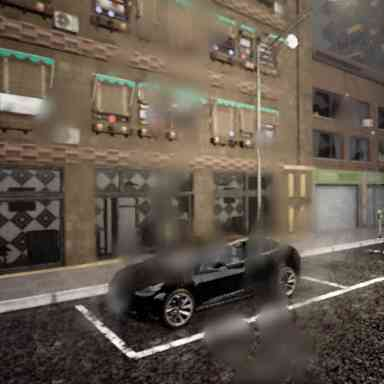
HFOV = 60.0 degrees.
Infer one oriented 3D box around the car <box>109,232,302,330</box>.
[{"bbox_3d":[0.483,1.565,6.915,4.313,1.339,1.947,0,0,-36],"label":"car"}]
